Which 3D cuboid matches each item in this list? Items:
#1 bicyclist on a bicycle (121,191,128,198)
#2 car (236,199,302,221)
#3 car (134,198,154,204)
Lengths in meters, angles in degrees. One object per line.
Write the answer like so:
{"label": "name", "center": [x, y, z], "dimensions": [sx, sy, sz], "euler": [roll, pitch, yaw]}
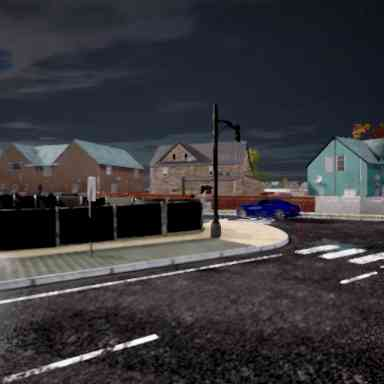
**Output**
{"label": "bicyclist on a bicycle", "center": [-6.380, 0.761, 31.394], "dimensions": [0.582, 1.620, 1.656], "euler": [1, 1, 19]}
{"label": "car", "center": [5.407, 1.201, 23.743], "dimensions": [4.674, 1.442, 1.812], "euler": [1, 0, 35]}
{"label": "car", "center": [-3.022, 1.132, 24.029], "dimensions": [4.181, 1.385, 1.994], "euler": [1, 1, 19]}
